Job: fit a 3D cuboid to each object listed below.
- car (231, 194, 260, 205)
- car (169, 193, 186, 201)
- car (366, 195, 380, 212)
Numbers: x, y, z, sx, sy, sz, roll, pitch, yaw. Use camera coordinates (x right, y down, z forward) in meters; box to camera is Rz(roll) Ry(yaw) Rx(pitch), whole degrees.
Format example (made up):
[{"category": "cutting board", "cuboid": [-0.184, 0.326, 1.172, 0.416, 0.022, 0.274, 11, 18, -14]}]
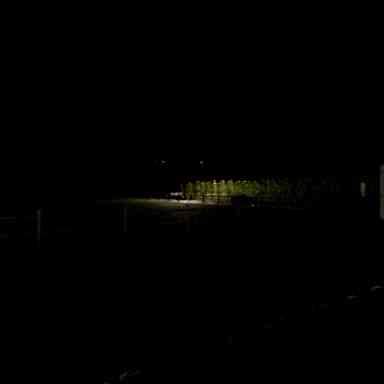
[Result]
[{"category": "car", "cuboid": [7.655, 1.050, 47.820, 2.128, 1.511, 4.902, 0, 1, -33]}, {"category": "car", "cuboid": [-2.966, 0.910, 64.782, 2.128, 1.511, 4.902, 0, 1, -32]}, {"category": "car", "cuboid": [18.684, 1.062, 30.713, 2.097, 1.767, 4.553, 0, 1, -32]}]
